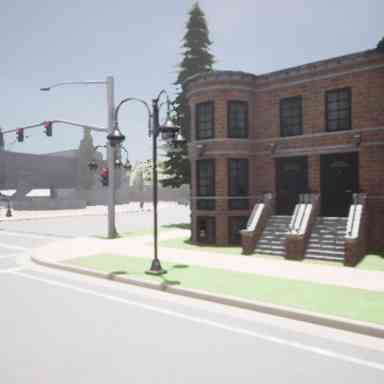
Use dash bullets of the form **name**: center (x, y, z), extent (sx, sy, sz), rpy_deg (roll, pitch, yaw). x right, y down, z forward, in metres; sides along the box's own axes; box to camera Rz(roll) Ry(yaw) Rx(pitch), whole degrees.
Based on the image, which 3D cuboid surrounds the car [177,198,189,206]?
- **car**: center (-1.851, 1.949, 66.060), extent (1.837, 1.490, 4.892), rpy_deg (1, 0, -12)
